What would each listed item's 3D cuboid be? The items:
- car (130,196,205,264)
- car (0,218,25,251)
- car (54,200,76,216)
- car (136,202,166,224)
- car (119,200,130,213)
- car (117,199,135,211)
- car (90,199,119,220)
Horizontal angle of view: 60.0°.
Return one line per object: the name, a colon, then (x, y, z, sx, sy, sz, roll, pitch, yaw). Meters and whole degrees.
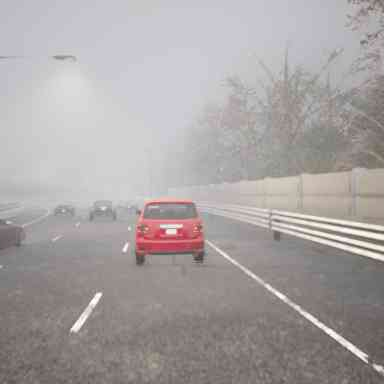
car: (-0.878, 1.225, 12.133, 2.150, 2.045, 5.566, 0, 0, -6)
car: (-7.920, 1.591, 12.505, 1.994, 1.385, 4.181, 0, 0, -7)
car: (-12.663, 1.569, 33.142, 1.812, 1.442, 4.674, 0, 0, -18)
car: (-3.293, 1.537, 25.839, 1.812, 1.442, 4.674, 0, 0, -13)
car: (-6.722, 1.624, 37.309, 1.895, 1.301, 4.718, 0, 0, -17)
car: (-8.647, 1.631, 43.395, 1.895, 1.301, 4.718, 0, 0, -17)
car: (-7.590, 1.378, 28.457, 2.097, 1.767, 4.553, 0, 0, -15)
